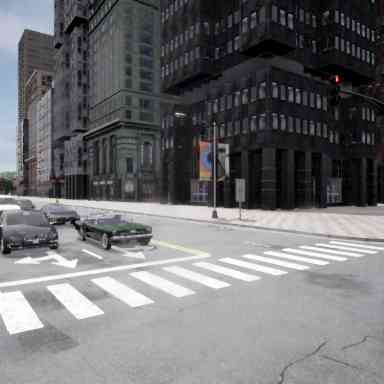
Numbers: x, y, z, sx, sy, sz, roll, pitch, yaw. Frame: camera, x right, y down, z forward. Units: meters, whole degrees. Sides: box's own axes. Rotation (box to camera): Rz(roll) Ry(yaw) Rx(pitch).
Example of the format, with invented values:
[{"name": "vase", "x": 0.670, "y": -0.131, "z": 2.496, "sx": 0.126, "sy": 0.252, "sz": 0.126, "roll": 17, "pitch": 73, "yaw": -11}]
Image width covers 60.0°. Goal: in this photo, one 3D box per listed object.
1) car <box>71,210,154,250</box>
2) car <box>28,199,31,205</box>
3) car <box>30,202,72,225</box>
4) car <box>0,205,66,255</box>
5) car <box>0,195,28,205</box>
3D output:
[{"name": "car", "x": -3.528, "y": 1.594, "z": 14.555, "sx": 1.895, "sy": 1.301, "sz": 4.718, "roll": 0, "pitch": 0, "yaw": -35}, {"name": "car", "x": -17.064, "y": 1.492, "z": 33.635, "sx": 1.837, "sy": 1.490, "sz": 4.892, "roll": 0, "pitch": 2, "yaw": -35}, {"name": "car", "x": -9.117, "y": 1.538, "z": 22.419, "sx": 2.033, "sy": 1.411, "sz": 5.357, "roll": 0, "pitch": 0, "yaw": -35}, {"name": "car", "x": -6.907, "y": 1.504, "z": 13.697, "sx": 1.837, "sy": 1.490, "sz": 4.892, "roll": 0, "pitch": 0, "yaw": -35}, {"name": "car", "x": -12.581, "y": 1.219, "z": 21.660, "sx": 2.150, "sy": 2.045, "sz": 5.566, "roll": 0, "pitch": 0, "yaw": -36}]
